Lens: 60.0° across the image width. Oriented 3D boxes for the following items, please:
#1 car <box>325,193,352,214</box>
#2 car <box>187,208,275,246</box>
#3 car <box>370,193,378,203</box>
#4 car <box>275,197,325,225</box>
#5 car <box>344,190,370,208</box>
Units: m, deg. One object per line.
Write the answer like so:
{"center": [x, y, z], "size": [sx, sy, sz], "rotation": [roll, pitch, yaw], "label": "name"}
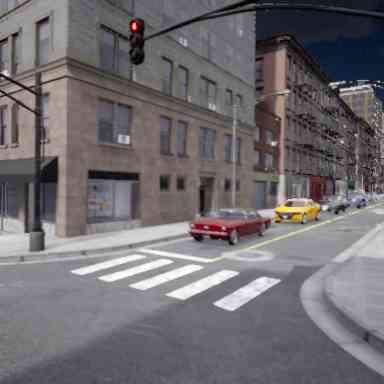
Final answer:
{"center": [12.603, 1.131, 30.019], "size": [2.128, 1.511, 4.902], "rotation": [1, 1, 35], "label": "car"}
{"center": [1.786, 1.419, 14.705], "size": [1.895, 1.301, 4.718], "rotation": [1, 1, 34], "label": "car"}
{"center": [26.826, 0.895, 50.097], "size": [2.128, 1.511, 4.902], "rotation": [1, 1, 36], "label": "car"}
{"center": [7.087, 1.209, 22.233], "size": [1.882, 1.535, 5.008], "rotation": [1, 1, 35], "label": "car"}
{"center": [18.775, 0.758, 38.687], "size": [2.150, 2.045, 5.566], "rotation": [1, 1, 35], "label": "car"}
